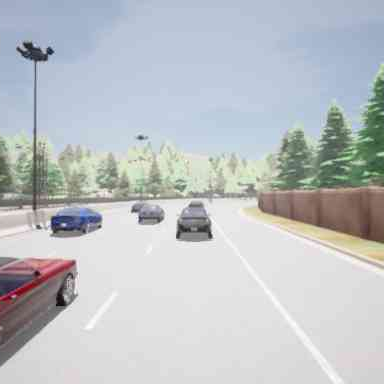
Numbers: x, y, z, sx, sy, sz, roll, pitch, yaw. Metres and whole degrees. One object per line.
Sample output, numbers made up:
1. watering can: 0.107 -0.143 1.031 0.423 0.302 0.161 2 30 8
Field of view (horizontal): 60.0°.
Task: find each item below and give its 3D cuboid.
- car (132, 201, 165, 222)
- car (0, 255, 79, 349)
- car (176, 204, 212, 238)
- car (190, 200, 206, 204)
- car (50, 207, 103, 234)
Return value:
1. car: -3.384 1.761 28.200 2.033 1.411 5.357 0 0 0
2. car: -3.396 1.641 5.194 1.895 1.301 4.718 0 0 0
3. car: 0.110 1.634 18.709 2.128 1.511 4.902 0 0 0
4. car: 0.738 1.795 42.070 1.882 1.535 5.008 -1 0 7
5. car: -6.888 1.632 20.346 1.882 1.535 5.008 0 0 0
